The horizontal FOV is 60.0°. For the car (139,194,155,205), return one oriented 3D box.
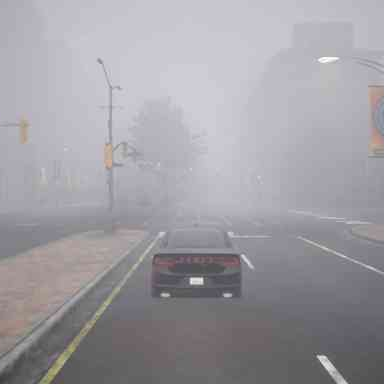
[{"bbox_3d":[-7.873,1.505,56.562,1.837,1.490,4.892,0,0,1],"label":"car"}]

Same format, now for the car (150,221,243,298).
[{"bbox_3d":[0.109,1.478,8.555,1.882,1.535,5.008,0,0,1],"label":"car"}]

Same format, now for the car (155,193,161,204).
[{"bbox_3d":[-7.791,1.526,65.821,1.812,1.442,4.674,0,0,1],"label":"car"}]

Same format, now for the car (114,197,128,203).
[{"bbox_3d":[-14.499,1.595,67.931,1.895,1.301,4.718,0,0,0],"label":"car"}]

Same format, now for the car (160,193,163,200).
[{"bbox_3d":[-7.717,1.225,76.572,2.150,2.045,5.566,0,0,0],"label":"car"}]
